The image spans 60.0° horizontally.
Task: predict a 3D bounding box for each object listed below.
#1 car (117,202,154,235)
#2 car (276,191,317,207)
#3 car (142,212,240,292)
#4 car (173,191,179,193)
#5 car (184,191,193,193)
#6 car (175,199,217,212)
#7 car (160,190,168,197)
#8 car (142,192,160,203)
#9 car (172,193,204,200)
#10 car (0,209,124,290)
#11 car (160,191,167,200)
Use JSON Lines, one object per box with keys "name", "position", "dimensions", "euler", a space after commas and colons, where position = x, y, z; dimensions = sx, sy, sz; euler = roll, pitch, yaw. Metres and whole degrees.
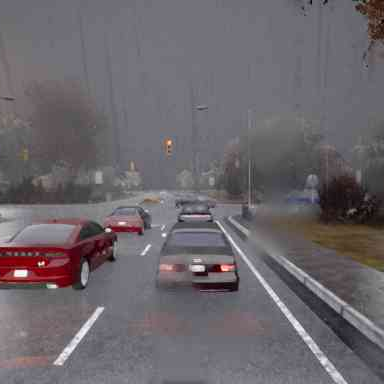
{"name": "car", "position": [-3.379, 1.458, 18.047], "dimensions": [1.994, 1.385, 4.181], "euler": [0, 1, 0]}
{"name": "car", "position": [13.813, 0.896, 43.245], "dimensions": [5.566, 2.045, 2.150], "euler": [0, 1, -4]}
{"name": "car", "position": [0.110, 1.516, 8.984], "dimensions": [2.033, 1.411, 5.357], "euler": [0, 0, 0]}
{"name": "car", "position": [-3.895, 0.787, 86.161], "dimensions": [1.895, 1.301, 4.718], "euler": [0, 1, -4]}
{"name": "car", "position": [-0.394, 0.715, 86.243], "dimensions": [2.128, 1.511, 4.902], "euler": [0, 1, -4]}
{"name": "car", "position": [0.150, 1.380, 18.676], "dimensions": [2.128, 1.511, 4.902], "euler": [0, 0, -1]}
{"name": "car", "position": [-7.379, 0.427, 85.802], "dimensions": [2.150, 2.045, 5.566], "euler": [0, 1, -3]}
{"name": "car", "position": [-7.025, 1.047, 55.287], "dimensions": [1.882, 1.535, 5.008], "euler": [0, 1, 0]}
{"name": "car", "position": [0.401, 1.202, 37.532], "dimensions": [5.008, 1.535, 1.882], "euler": [0, 1, 32]}
{"name": "car", "position": [-3.388, 1.445, 9.060], "dimensions": [1.882, 1.535, 5.008], "euler": [0, 0, 0]}
{"name": "car", "position": [-6.959, 1.010, 70.458], "dimensions": [1.895, 1.301, 4.718], "euler": [0, 1, 0]}
